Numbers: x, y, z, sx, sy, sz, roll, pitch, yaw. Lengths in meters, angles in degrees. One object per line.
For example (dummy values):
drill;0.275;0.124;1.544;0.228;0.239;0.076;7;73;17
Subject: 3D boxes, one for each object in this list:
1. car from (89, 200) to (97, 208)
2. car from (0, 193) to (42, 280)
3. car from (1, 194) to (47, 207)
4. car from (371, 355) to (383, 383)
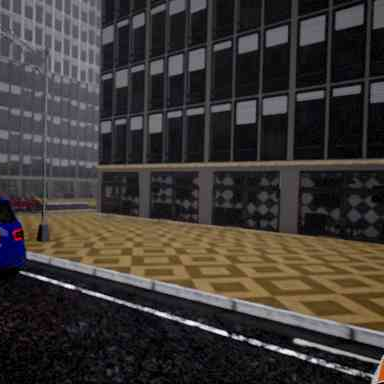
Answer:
car;-10.307;1.306;40.849;1.752;1.417;4.829;2;0;36
car;-6.345;1.059;8.208;5.566;2.045;2.150;1;1;35
car;-20.599;0.981;41.010;1.752;1.417;4.829;2;0;36
car;3.228;1.387;1.375;4.553;1.767;2.097;2;1;36
